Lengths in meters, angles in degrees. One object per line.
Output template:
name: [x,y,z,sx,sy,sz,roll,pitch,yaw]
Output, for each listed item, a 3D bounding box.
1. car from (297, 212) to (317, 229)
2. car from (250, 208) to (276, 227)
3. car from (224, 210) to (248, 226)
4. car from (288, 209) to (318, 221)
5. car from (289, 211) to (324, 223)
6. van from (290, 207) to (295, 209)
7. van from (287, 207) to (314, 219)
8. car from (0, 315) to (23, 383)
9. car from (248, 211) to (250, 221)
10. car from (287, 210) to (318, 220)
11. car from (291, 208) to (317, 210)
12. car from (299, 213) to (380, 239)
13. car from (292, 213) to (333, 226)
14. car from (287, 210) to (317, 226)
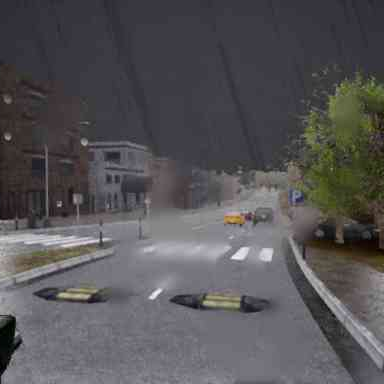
car: [10.884,2.600,25.650,5.008,1.535,2.097,1,-3,14]
car: [7.968,2.746,36.591,2.150,2.045,5.566,1,-2,14]
car: [4.865,2.981,37.556,1.882,1.535,5.008,1,-2,15]
car: [18.378,3.733,55.121,4.553,1.767,2.185,1,-2,14]
car: [17.041,3.686,49.642,4.792,1.488,2.163,1,-2,14]
van: [17.810,3.533,52.294,4.442,1.987,1.878,1,-2,14]
van: [19.628,3.807,60.360,4.442,1.987,1.878,1,-2,14]
car: [-3.006,1.573,1.673,1.895,1.301,4.718,0,0,5]
car: [8.037,3.502,49.894,1.882,1.535,5.008,1,-2,15]
car: [19.050,3.947,57.655,4.892,1.521,2.231,1,-2,14]
car: [14.262,3.099,38.987,4.553,1.767,2.185,1,-2,14]
car: [10.202,2.469,22.984,4.892,1.521,2.231,1,-3,14]
car: [14.968,3.376,41.648,4.674,1.452,2.002,1,-2,14]
car: [12.750,2.979,33.694,5.366,1.575,1.946,1,-2,14]
